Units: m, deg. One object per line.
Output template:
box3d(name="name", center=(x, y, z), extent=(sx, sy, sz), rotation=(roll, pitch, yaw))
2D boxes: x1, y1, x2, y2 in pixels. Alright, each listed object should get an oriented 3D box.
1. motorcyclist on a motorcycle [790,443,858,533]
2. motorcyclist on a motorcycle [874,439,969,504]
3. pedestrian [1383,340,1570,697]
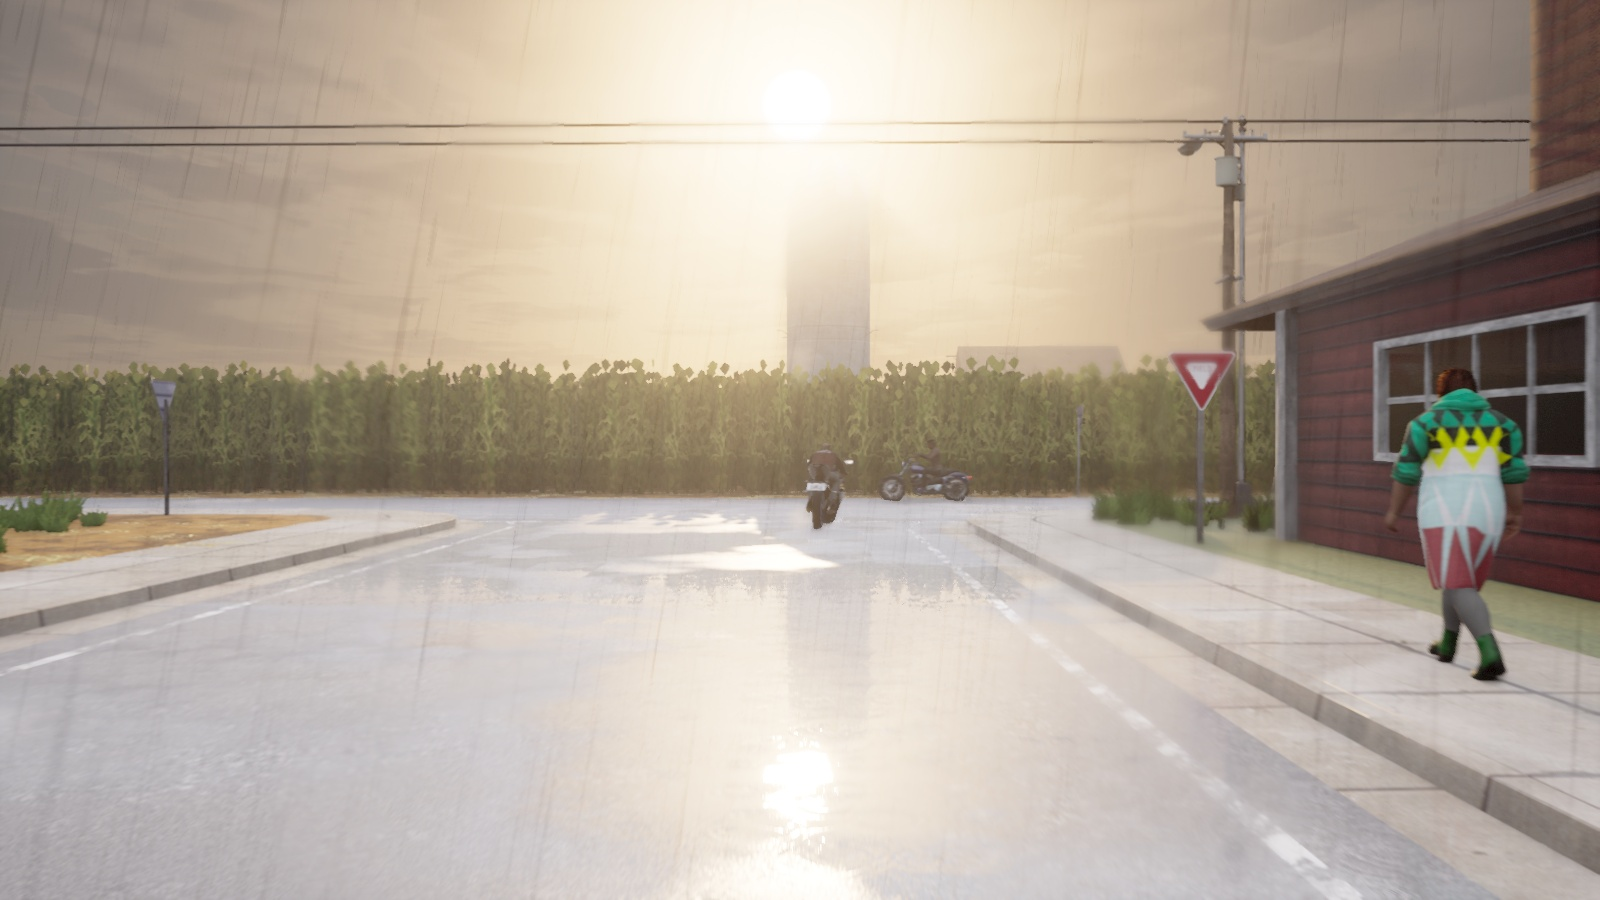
box3d(name="motorcyclist on a motorcycle", center=(0.462, 0.654, 22.704), extent=(0.866, 1.530, 2.191), rotation=(1, 0, 10))
box3d(name="motorcyclist on a motorcycle", center=(3.094, 0.541, 32.128), extent=(2.350, 1.649, 0.766), rotation=(0, 0, 1))
box3d(name="pedestrian", center=(3.911, 0.370, 7.324), extent=(0.659, 1.952, 0.873), rotation=(0, 0, 5))
